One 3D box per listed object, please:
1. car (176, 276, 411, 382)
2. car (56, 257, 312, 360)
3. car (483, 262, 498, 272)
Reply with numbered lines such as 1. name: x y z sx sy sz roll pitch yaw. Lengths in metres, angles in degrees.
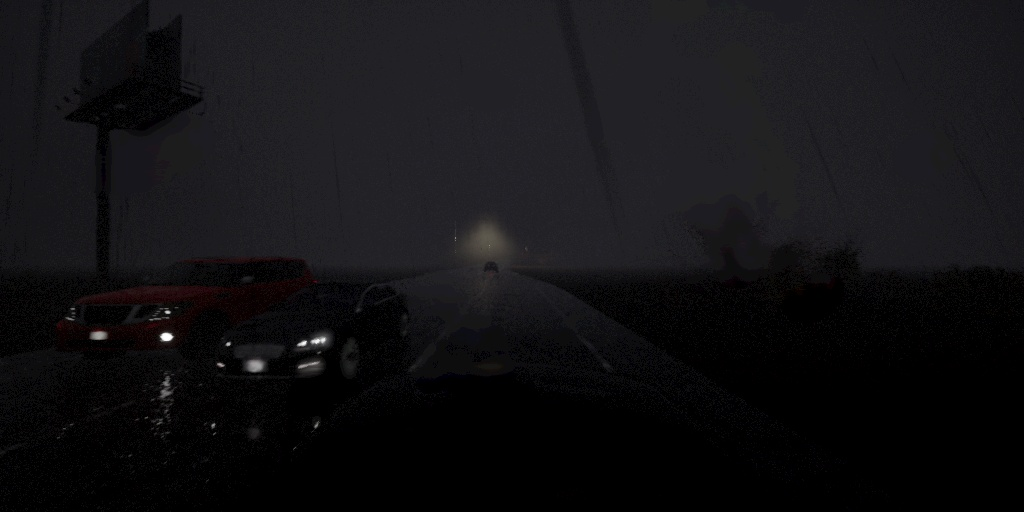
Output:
1. car: -3.549 1.283 7.436 2.128 1.511 4.902 0 -1 1
2. car: -7.053 1.023 8.850 2.150 2.045 5.566 0 -1 -1
3. car: -3.044 1.538 51.635 1.837 1.490 4.892 0 0 -5
